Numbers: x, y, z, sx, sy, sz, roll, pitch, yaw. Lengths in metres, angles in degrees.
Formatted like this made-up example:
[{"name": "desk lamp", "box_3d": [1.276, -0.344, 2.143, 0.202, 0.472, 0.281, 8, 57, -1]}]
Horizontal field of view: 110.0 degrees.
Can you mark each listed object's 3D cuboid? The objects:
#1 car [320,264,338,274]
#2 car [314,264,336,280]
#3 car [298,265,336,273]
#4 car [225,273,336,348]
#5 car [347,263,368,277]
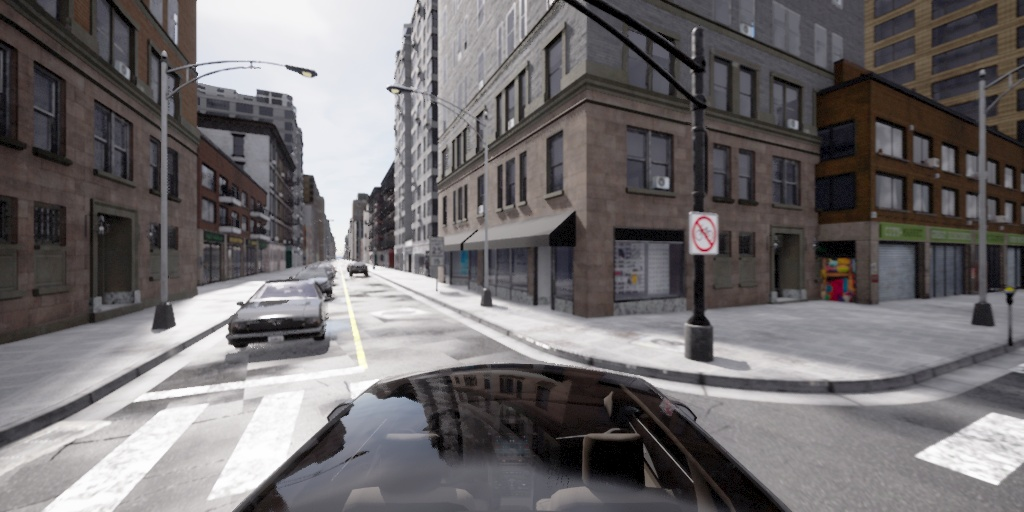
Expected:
[{"name": "car", "box_3d": [-14.463, 1.446, 27.197, 1.837, 1.490, 4.892, 0, 0, -26]}, {"name": "car", "box_3d": [-18.905, 1.528, 36.464, 1.812, 1.442, 4.674, 0, 0, -25]}, {"name": "car", "box_3d": [-10.294, 1.406, 18.552, 1.812, 1.442, 4.674, 0, 0, -26]}, {"name": "car", "box_3d": [-6.116, 1.365, 9.919, 2.033, 1.411, 5.357, 0, 0, -26]}, {"name": "car", "box_3d": [-17.201, 1.514, 40.187, 1.837, 1.490, 4.892, 0, -2, -26]}]
